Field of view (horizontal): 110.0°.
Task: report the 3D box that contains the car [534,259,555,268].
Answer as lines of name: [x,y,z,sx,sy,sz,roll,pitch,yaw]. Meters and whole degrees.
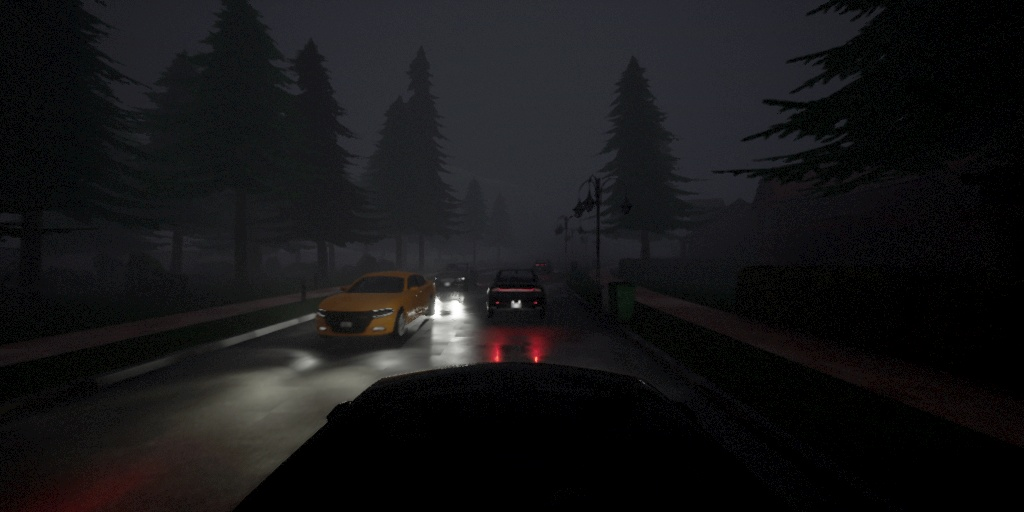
car: [3.330,1.079,37.703,2.128,1.511,4.902,0,0,13]

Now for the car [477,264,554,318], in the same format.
car: [0.175,1.191,12.678,2.128,1.511,4.902,0,0,1]

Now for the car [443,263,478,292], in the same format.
car: [-3.077,1.150,20.625,2.128,1.511,4.902,0,0,5]

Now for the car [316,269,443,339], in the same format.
car: [-3.511,1.184,10.164,1.882,1.535,5.008,0,0,1]
